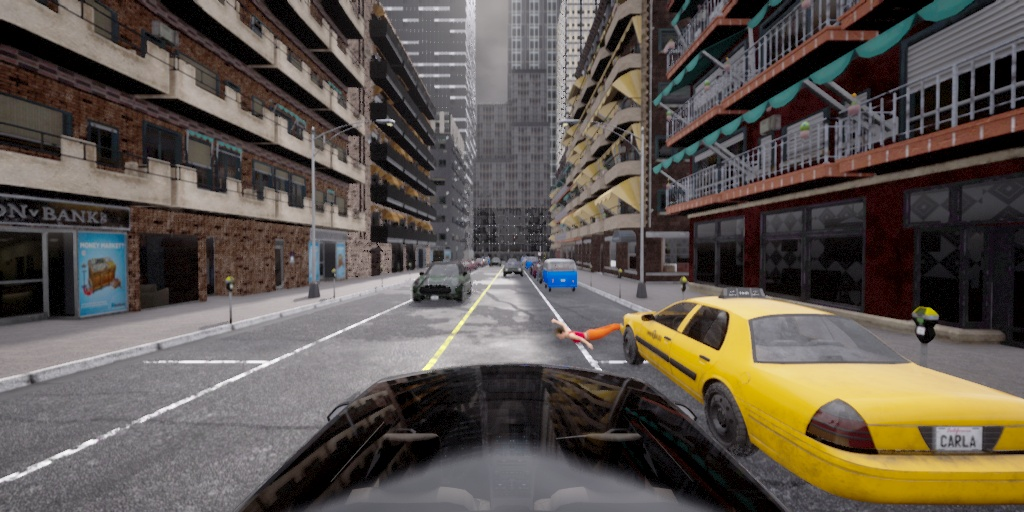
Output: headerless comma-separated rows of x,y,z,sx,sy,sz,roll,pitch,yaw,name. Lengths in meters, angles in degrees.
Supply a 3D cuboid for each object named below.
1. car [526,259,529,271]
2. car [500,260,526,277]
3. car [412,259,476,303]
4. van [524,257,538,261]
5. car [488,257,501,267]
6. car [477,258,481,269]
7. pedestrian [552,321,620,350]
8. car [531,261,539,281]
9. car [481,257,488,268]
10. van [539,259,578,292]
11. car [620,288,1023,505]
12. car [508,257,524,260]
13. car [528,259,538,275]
2.726,1.269,37.587,1.948,1.339,4.313,0,0,0,car
0.117,1.307,35.165,1.895,1.301,4.718,0,0,0,car
-3.084,1.082,16.584,2.097,1.767,4.553,0,0,0,car
2.737,1.031,48.791,1.690,1.789,3.998,0,0,0,van
-2.936,1.025,63.837,2.097,1.767,4.553,0,0,0,car
-5.643,1.272,48.829,1.802,1.307,4.207,0,0,0,car
1.861,1.799,8.139,1.860,0.375,0.375,0,22,-2,pedestrian
2.715,1.268,26.383,2.007,1.370,4.403,0,0,0,car
-5.632,1.117,60.033,1.967,1.591,4.097,0,0,0,car
2.709,1.065,20.782,1.690,1.789,3.998,0,0,0,van
3.003,1.201,4.974,1.801,1.575,5.366,0,0,0,car
0.133,1.044,47.205,2.097,1.767,4.553,0,0,0,car
2.720,1.255,31.985,1.888,1.381,4.507,0,0,0,car
